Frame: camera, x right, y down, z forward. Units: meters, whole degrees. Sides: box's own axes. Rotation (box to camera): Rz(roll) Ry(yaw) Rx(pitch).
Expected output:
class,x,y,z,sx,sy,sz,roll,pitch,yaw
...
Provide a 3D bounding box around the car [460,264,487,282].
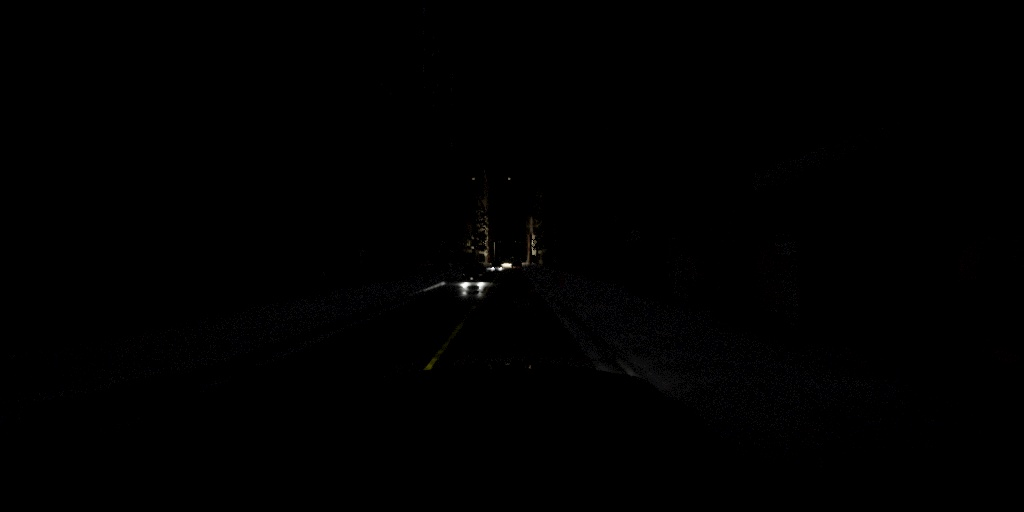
class,x,y,z,sx,sy,sz,roll,pitch,yaw
car,-3.101,1.372,30.258,2.033,1.411,5.357,0,0,0
